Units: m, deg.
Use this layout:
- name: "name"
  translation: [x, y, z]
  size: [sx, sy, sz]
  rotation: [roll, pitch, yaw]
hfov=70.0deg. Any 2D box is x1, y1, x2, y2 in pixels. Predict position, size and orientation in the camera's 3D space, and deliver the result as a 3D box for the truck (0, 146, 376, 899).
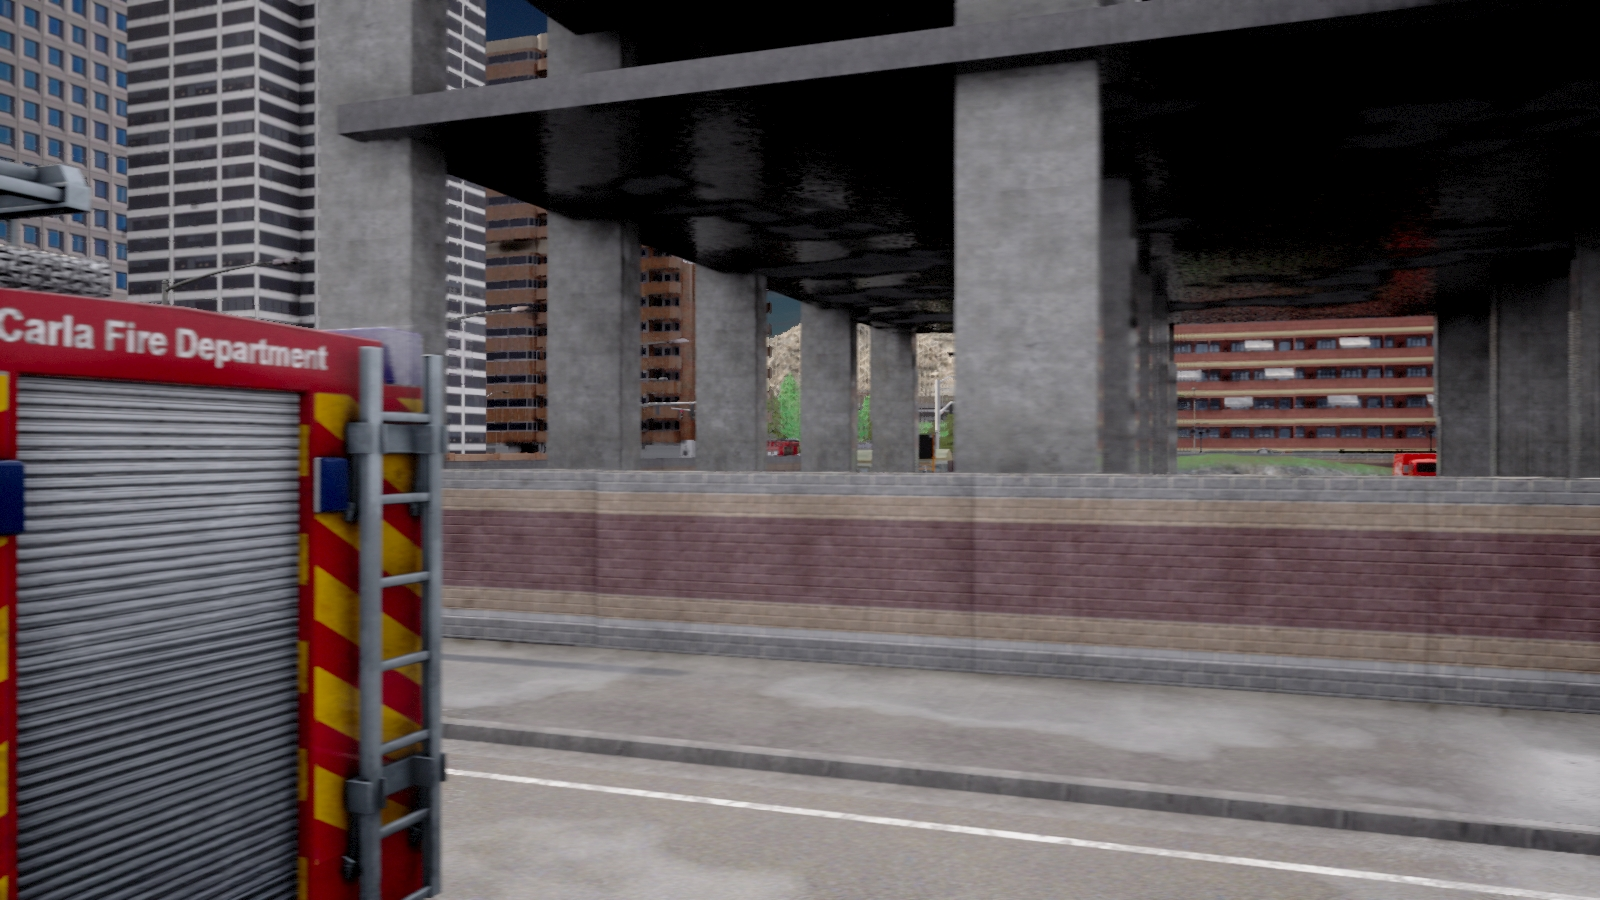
- name: "truck"
  translation: [-6.537, 0.890, 5.623]
  size: [8.468, 3.827, 2.891]
  rotation: [0, 0, 20]
